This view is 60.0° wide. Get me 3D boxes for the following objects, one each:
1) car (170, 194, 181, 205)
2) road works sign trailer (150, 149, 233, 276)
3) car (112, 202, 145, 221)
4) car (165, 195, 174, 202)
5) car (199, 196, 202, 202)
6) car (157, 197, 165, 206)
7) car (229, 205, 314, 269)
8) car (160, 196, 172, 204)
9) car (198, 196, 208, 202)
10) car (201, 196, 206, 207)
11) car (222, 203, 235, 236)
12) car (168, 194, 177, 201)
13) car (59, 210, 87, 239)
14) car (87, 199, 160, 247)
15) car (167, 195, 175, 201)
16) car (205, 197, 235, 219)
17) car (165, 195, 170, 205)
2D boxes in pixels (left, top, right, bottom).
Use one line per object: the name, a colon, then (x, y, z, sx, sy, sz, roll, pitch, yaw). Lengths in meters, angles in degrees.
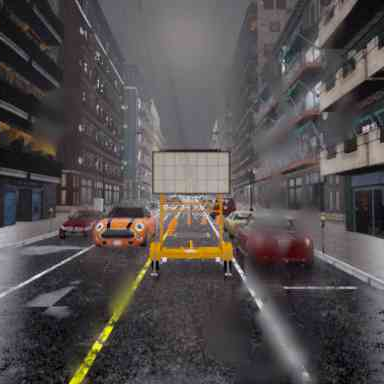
car: (-2.823, 1.561, 58.567, 1.812, 1.442, 4.674, 0, 0, 0)
road works sign trailer: (-0.022, 0.470, 10.382, 2.380, 3.560, 2.880, 0, 0, 0)
car: (-5.289, 1.582, 28.308, 1.947, 1.339, 4.313, 2, 0, 0)
car: (-5.285, 1.579, 79.117, 1.752, 1.417, 4.829, 2, 0, 0)
car: (2.592, 1.601, 56.625, 1.947, 1.339, 4.313, 2, 0, 0)
car: (-5.288, 1.578, 45.301, 2.008, 1.369, 4.403, 2, 0, 0)
car: (2.594, 1.446, 11.309, 1.967, 1.590, 4.097, 2, 0, 0)
car: (-5.286, 1.587, 67.960, 1.887, 1.381, 4.507, 2, 0, 0)
car: (2.594, 1.604, 79.281, 2.008, 1.369, 4.403, 2, 0, 0)
car: (2.593, 1.553, 45.466, 1.752, 1.417, 4.829, 2, 0, 0)
car: (2.591, 1.535, 17.143, 1.752, 1.417, 4.829, 2, 0, 0)
car: (-5.277, 1.381, 90.617, 2.192, 1.841, 5.009, 2, 0, 0)
car: (-5.290, 1.591, 16.978, 1.802, 1.307, 4.206, 2, 0, 0)
car: (-2.850, 1.360, 14.957, 2.097, 1.767, 4.553, 0, 0, 0)
car: (-5.285, 1.585, 84.782, 1.752, 1.417, 4.829, 2, 0, 0)
car: (2.598, 1.331, 28.302, 2.192, 1.841, 5.009, 2, 0, 0)
car: (-5.287, 1.580, 56.631, 1.887, 1.381, 4.507, 2, 0, 0)
